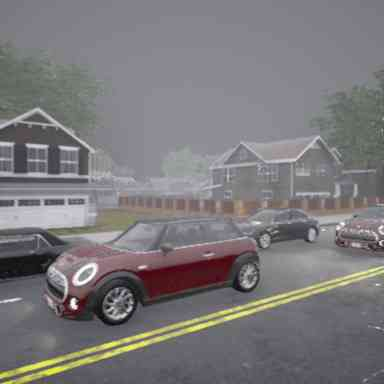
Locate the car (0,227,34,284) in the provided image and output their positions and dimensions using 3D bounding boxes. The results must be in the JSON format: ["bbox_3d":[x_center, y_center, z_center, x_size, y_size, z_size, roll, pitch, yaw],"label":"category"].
[{"bbox_3d":[-4.725,1.597,8.299,4.718,1.301,1.895,0,0,-35],"label":"car"}]

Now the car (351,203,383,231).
[{"bbox_3d":[12.116,1.420,20.252,5.357,1.411,2.033,0,0,-35],"label":"car"}]

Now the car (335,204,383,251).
[{"bbox_3d":[7.633,1.271,13.041,4.553,1.767,2.097,0,0,-35],"label":"car"}]

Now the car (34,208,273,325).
[{"bbox_3d":[-0.672,1.331,7.182,4.553,1.767,2.097,-1,0,-35],"label":"car"}]

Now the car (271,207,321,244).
[{"bbox_3d":[3.455,1.441,14.073,4.892,1.490,1.837,0,0,-35],"label":"car"}]
